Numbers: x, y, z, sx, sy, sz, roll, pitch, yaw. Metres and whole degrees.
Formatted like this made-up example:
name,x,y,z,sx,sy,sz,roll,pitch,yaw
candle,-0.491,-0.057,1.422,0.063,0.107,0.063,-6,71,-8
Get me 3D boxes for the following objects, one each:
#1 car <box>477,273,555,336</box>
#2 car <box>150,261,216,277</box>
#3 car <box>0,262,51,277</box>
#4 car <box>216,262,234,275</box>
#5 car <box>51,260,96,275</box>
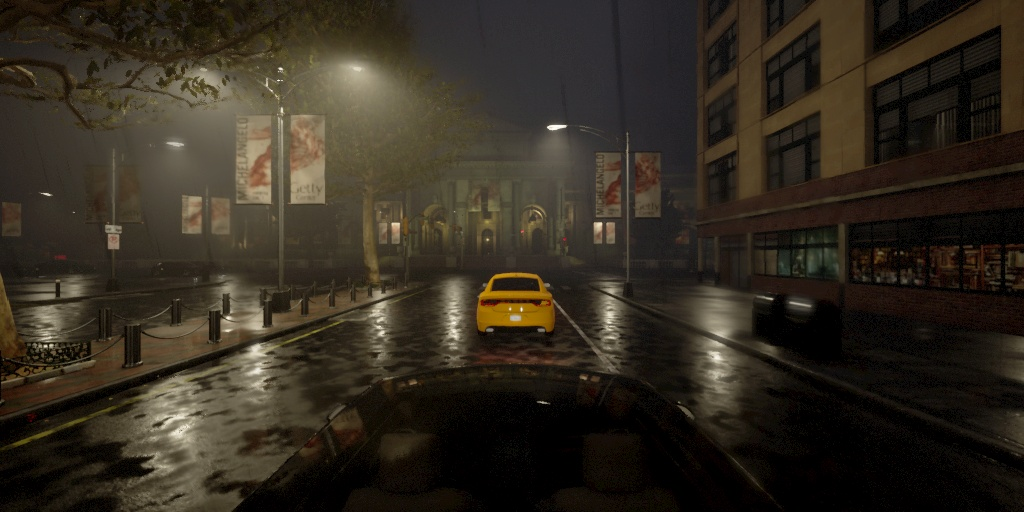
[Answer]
name,x,y,z,sx,sy,sz,roll,pitch,yaw
car,0.122,1.228,10.431,1.882,1.535,5.008,0,0,1
car,-32.189,1.255,34.819,4.892,1.490,1.837,0,0,1
car,-48.576,1.314,34.904,4.181,1.385,1.994,0,0,-1
car,-32.586,1.254,38.336,4.892,1.490,1.837,0,0,1
car,-47.746,1.227,38.436,5.008,1.535,1.882,0,0,0
